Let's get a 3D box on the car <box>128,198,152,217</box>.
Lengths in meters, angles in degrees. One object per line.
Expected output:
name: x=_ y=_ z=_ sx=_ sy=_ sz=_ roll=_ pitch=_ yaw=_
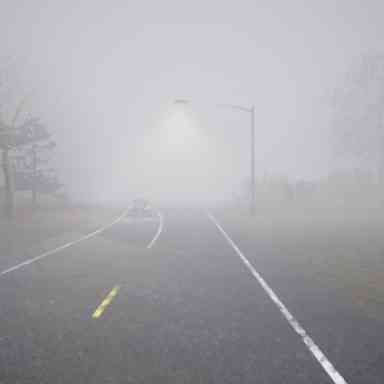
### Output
car: x=-4.801 y=1.326 z=30.960 sx=2.097 sy=1.767 sz=4.553 roll=0 pitch=0 yaw=-7
